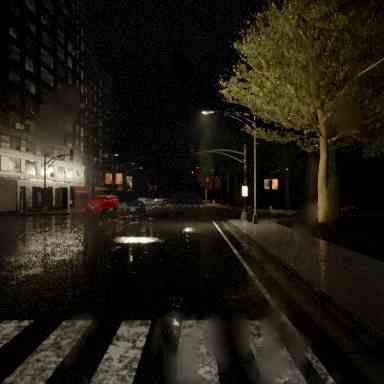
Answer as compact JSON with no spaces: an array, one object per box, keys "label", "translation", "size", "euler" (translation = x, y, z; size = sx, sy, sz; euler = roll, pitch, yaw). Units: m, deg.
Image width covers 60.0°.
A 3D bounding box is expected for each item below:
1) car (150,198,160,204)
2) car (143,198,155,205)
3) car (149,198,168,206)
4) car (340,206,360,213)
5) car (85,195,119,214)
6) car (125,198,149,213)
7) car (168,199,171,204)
[{"label":"car","translation":[-9.548,2.269,85.484],"size":[2.033,1.411,5.357],"euler":[0,-1,0]},{"label":"car","translation":[-9.573,2.112,74.941],"size":[2.033,1.411,5.357],"euler":[0,-1,0]},{"label":"car","translation":[-6.387,1.977,64.380],"size":[2.033,1.411,5.357],"euler":[0,-1,1]},{"label":"car","translation":[29.440,3.249,61.883],"size":[2.033,1.411,5.357],"euler":[0,-2,45]},{"label":"car","translation":[-10.369,1.395,38.813],"size":[2.150,2.045,5.566],"euler":[0,0,8]},{"label":"car","translation":[-6.510,1.699,38.841],"size":[1.812,1.442,4.674],"euler":[0,0,0]},{"label":"car","translation":[-6.324,2.046,74.651],"size":[1.882,1.535,5.008],"euler":[0,-1,0]}]
